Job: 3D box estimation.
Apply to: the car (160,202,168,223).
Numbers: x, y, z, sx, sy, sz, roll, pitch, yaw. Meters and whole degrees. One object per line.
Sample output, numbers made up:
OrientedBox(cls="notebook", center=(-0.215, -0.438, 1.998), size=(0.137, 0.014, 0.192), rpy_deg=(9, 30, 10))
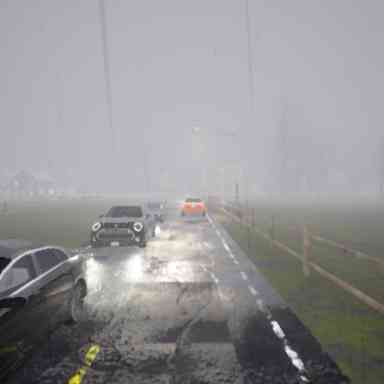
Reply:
OrientedBox(cls="car", center=(-2.796, 1.444, 24.610), size=(2.033, 1.411, 5.357), rpy_deg=(0, 0, 0))

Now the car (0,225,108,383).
OrientedBox(cls="car", center=(-2.822, 1.474, 4.231), size=(2.128, 1.511, 4.902), rpy_deg=(0, 0, 0))

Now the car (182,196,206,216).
OrientedBox(cls="car", center=(0.116, 1.222, 30.684), size=(2.097, 1.767, 4.553), rpy_deg=(0, 0, -1))

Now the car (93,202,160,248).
OrientedBox(cls="car", center=(-2.805, 1.292, 14.411), size=(2.097, 1.767, 4.553), rpy_deg=(0, 0, 0))

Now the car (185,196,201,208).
OrientedBox(cls="car", center=(0.120, 1.354, 45.034), size=(2.033, 1.411, 5.357), rpy_deg=(0, 0, 0))
